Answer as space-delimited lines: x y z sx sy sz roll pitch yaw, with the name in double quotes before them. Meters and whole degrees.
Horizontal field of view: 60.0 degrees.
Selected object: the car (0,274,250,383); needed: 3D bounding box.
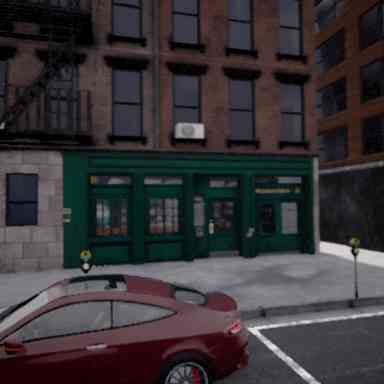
"car" -1.382 1.729 4.018 4.206 1.307 1.802 0 -2 -14
